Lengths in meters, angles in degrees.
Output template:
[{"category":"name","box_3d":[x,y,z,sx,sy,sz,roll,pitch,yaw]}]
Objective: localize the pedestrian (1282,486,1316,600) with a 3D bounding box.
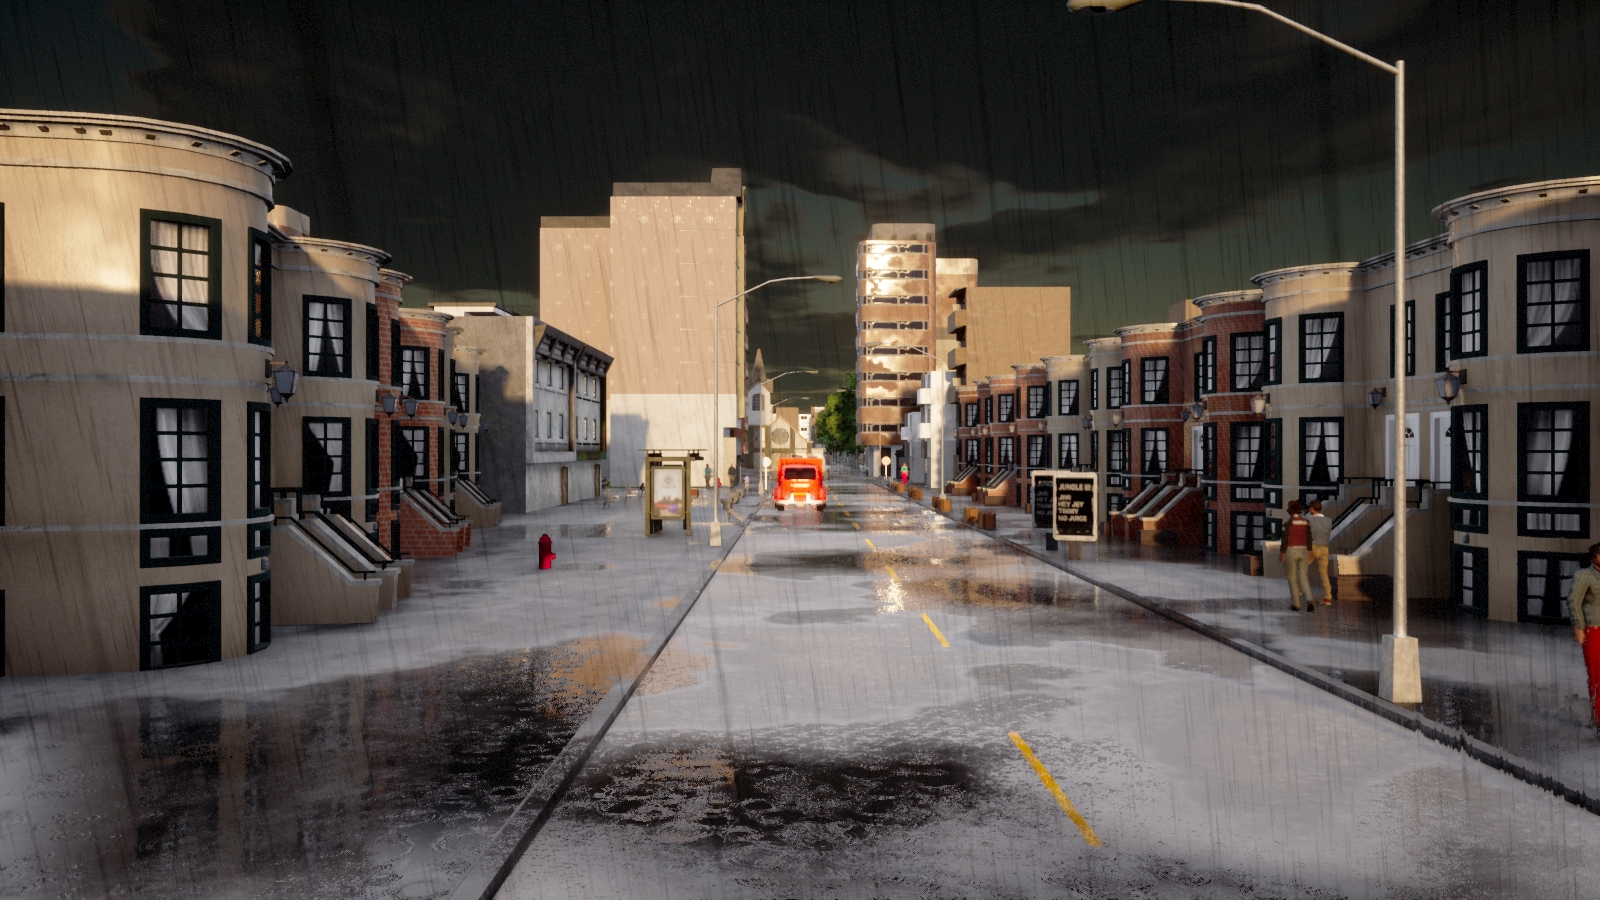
[{"category":"pedestrian","box_3d":[8.255,1.532,18.912,0.375,1.860,0.375,0,0,-6]}]

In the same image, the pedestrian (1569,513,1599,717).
[{"category":"pedestrian","box_3d":[7.517,1.530,10.708,0.375,1.860,0.375,0,0,0]}]

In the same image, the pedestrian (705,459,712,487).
[{"category":"pedestrian","box_3d":[-6.180,1.557,76.808,0.375,1.860,0.375,0,0,12]}]

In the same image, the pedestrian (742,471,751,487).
[{"category":"pedestrian","box_3d":[-3.575,1.935,76.389,0.500,1.100,0.500,0,0,-8]}]

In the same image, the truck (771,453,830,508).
[{"category":"truck","box_3d":[0.004,1.371,53.476,2.627,2.467,5.204,0,0,0]}]

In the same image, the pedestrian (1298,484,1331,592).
[{"category":"pedestrian","box_3d":[9.032,1.533,20.070,0.375,1.860,0.375,0,0,-11]}]
